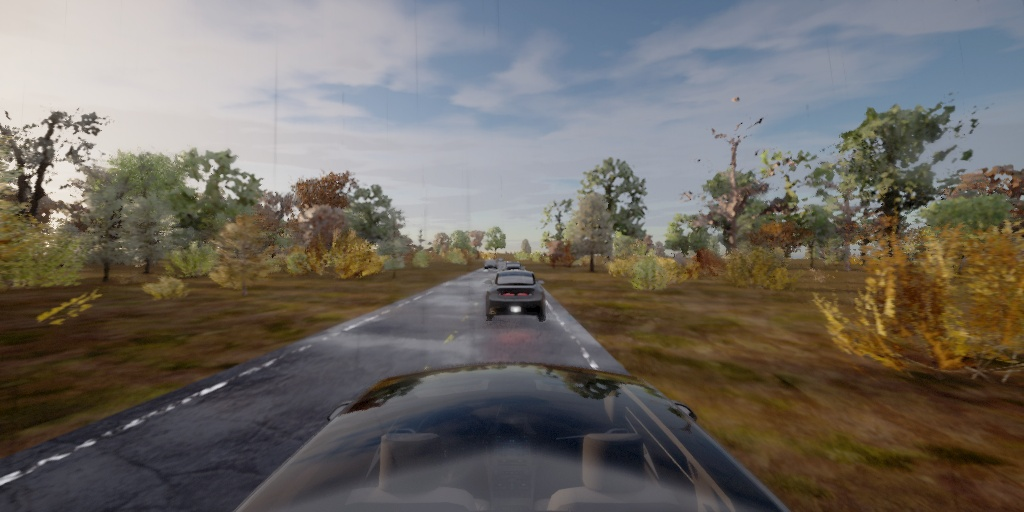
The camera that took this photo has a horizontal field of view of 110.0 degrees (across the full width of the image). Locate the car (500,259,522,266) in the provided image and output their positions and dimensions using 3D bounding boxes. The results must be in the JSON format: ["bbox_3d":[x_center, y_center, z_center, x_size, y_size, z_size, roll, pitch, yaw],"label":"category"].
[{"bbox_3d":[0.103,1.274,30.657,1.837,1.490,4.892,0,0,0],"label":"car"}]

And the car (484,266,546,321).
[{"bbox_3d":[0.100,1.262,12.558,1.837,1.490,4.892,0,0,0],"label":"car"}]

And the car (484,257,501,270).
[{"bbox_3d":[-3.062,1.282,52.860,1.837,1.490,4.892,0,0,0],"label":"car"}]
